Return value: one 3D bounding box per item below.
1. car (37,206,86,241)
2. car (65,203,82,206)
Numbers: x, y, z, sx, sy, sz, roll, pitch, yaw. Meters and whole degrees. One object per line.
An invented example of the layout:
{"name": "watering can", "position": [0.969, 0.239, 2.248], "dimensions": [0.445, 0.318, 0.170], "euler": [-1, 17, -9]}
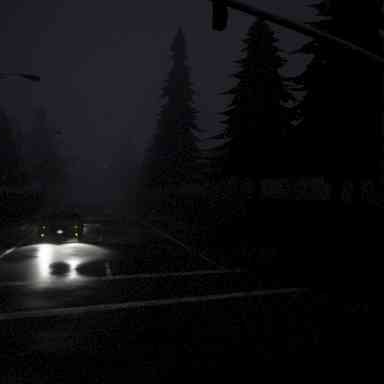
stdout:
{"name": "car", "position": [-6.585, 1.637, 17.024], "dimensions": [1.994, 1.385, 4.181], "euler": [1, 0, -17]}
{"name": "car", "position": [-9.605, 1.627, 26.951], "dimensions": [2.033, 1.411, 5.357], "euler": [1, 0, -17]}
